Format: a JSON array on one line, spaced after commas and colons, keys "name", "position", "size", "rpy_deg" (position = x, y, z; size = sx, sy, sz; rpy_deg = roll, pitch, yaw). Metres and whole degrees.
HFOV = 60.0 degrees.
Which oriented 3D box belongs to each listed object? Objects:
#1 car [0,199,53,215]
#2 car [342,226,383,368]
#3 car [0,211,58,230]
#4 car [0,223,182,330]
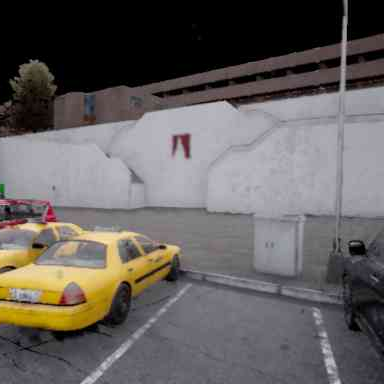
[{"name": "car", "position": [-6.623, 1.256, 10.498], "size": [2.435, 2.045, 5.566], "rpy_deg": [0, -1, 15]}, {"name": "car", "position": [3.149, 1.236, 3.586], "size": [2.435, 2.045, 5.566], "rpy_deg": [0, -1, 16]}, {"name": "car", "position": [-4.227, 1.493, 8.600], "size": [1.946, 1.575, 5.366], "rpy_deg": [0, -1, 16]}, {"name": "car", "position": [-1.692, 1.493, 7.219], "size": [1.946, 1.575, 5.366], "rpy_deg": [0, -1, 16]}]
